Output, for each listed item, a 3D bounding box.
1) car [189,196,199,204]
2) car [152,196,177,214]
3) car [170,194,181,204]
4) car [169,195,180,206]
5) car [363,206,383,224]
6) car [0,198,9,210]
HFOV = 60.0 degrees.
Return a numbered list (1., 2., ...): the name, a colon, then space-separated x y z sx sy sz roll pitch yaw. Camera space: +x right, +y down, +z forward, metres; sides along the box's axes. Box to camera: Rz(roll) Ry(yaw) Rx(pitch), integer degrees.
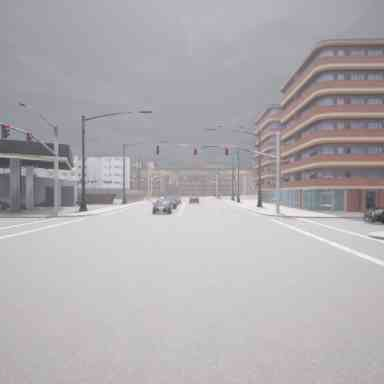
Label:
1. car: 0.442 1.526 65.794 1.812 1.442 4.674 0 0 0
2. car: -3.070 1.492 35.201 2.128 1.511 4.902 0 0 0
3. car: -3.198 1.352 65.091 2.097 1.767 4.553 0 0 0
4. car: -3.126 1.352 44.919 2.097 1.767 4.553 0 0 0
5. car: 14.727 1.352 23.648 4.553 1.767 2.097 0 0 1
6. car: -23.937 1.456 39.397 3.806 1.475 1.970 0 0 1
